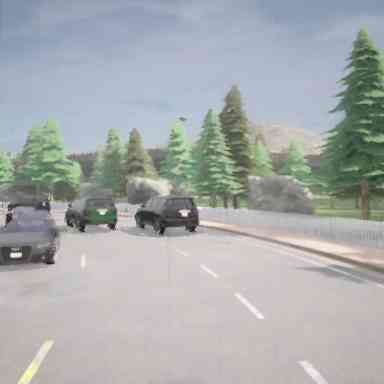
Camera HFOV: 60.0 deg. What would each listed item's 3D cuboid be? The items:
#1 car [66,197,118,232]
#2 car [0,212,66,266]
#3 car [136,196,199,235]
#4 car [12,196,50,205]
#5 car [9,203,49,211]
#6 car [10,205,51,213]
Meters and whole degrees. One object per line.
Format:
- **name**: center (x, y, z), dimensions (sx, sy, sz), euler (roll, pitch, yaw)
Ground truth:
- **car**: center (-6.508, 1.309, 21.243), dimensions (2.150, 2.045, 5.566), euler (0, 0, -32)
- **car**: center (-5.657, 1.632, 11.470), dimensions (1.994, 1.385, 4.181), euler (-1, 0, -18)
- **car**: center (-1.577, 1.260, 19.559), dimensions (2.150, 2.045, 5.566), euler (0, 0, -27)
- **car**: center (-18.337, 1.444, 37.546), dimensions (5.566, 2.045, 2.150), euler (0, 0, 32)
- **car**: center (-10.661, 1.654, 21.274), dimensions (1.812, 1.442, 4.674), euler (-1, 0, -34)
- **car**: center (-8.069, 1.645, 17.139), dimensions (2.033, 1.411, 5.357), euler (-1, 0, -28)
